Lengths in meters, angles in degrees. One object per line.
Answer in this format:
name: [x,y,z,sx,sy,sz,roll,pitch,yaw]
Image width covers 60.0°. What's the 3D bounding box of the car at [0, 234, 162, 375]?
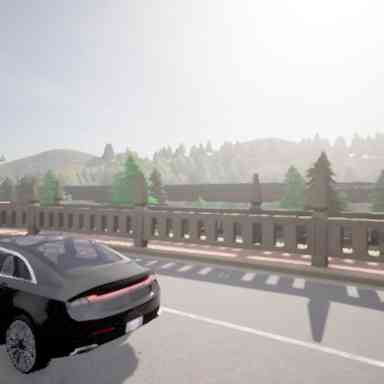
car: [-2.769,1.471,5.563,4.902,1.511,2.128,0,0,33]
